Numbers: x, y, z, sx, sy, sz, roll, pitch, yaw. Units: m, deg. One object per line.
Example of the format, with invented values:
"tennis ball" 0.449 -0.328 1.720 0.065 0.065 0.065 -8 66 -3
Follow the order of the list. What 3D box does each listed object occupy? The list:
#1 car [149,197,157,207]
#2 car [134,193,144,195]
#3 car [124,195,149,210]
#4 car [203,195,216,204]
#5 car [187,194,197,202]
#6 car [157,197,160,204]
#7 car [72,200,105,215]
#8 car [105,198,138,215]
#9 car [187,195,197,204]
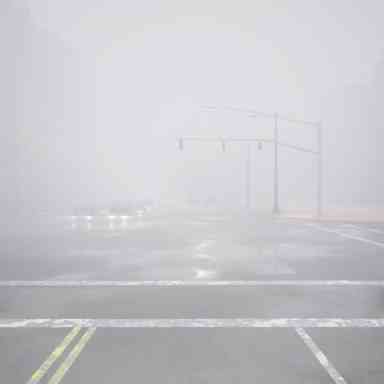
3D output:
"car" -7.110 1.564 51.802 1.994 1.385 4.181 0 0 0
"car" -10.569 1.220 64.668 2.150 2.045 5.566 0 0 0
"car" -7.106 1.526 42.720 1.812 1.442 4.674 0 0 0
"car" 3.473 1.505 63.282 1.837 1.490 4.892 0 0 0
"car" -0.030 1.355 74.736 2.097 1.767 4.553 0 0 0
"car" -7.085 1.564 62.040 1.994 1.385 4.181 0 0 1
"car" -10.608 1.526 34.006 1.812 1.442 4.674 0 0 0
"car" -7.107 1.564 33.975 1.994 1.385 4.181 0 0 0
"car" 0.071 1.491 64.557 2.128 1.511 4.902 0 0 0
